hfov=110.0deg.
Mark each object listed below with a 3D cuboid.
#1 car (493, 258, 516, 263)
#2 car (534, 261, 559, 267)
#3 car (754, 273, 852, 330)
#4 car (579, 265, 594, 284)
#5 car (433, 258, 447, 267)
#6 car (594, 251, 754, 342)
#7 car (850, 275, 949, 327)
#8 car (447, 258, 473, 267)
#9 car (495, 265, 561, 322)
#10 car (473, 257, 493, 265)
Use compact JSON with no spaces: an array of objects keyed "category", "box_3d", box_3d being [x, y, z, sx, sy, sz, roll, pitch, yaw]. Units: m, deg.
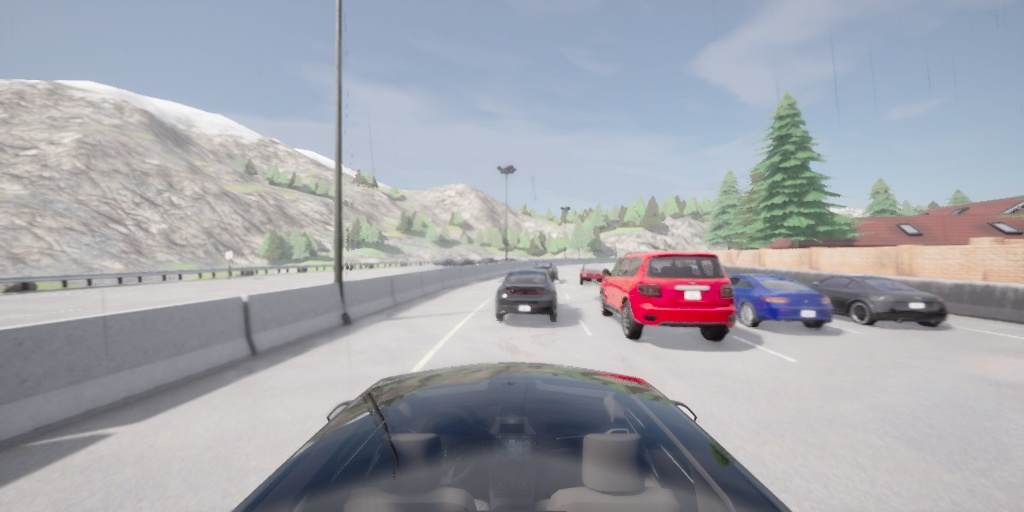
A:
[{"category":"car","box_3d":[-0.751,1.015,56.310,1.837,1.490,4.892,0,0,20]},{"category":"car","box_3d":[2.489,1.140,27.256,2.128,1.511,4.902,0,0,10]},{"category":"car","box_3d":[7.494,1.260,11.106,1.812,1.442,4.674,0,0,5]},{"category":"car","box_3d":[5.698,1.267,25.408,1.895,1.301,4.718,0,0,10]},{"category":"car","box_3d":[-10.938,1.013,59.123,2.033,1.411,5.357,0,0,20]},{"category":"car","box_3d":[3.880,0.939,9.964,2.150,2.045,5.566,0,-1,4]},{"category":"car","box_3d":[11.056,1.305,11.619,1.994,1.385,4.181,0,0,5]},{"category":"car","box_3d":[-7.762,1.030,57.616,2.033,1.411,5.357,0,0,20]},{"category":"car","box_3d":[0.567,1.209,12.148,1.837,1.490,4.892,0,-1,5]},{"category":"car","box_3d":[-4.017,0.998,57.564,1.837,1.490,4.892,0,1,20]}]
